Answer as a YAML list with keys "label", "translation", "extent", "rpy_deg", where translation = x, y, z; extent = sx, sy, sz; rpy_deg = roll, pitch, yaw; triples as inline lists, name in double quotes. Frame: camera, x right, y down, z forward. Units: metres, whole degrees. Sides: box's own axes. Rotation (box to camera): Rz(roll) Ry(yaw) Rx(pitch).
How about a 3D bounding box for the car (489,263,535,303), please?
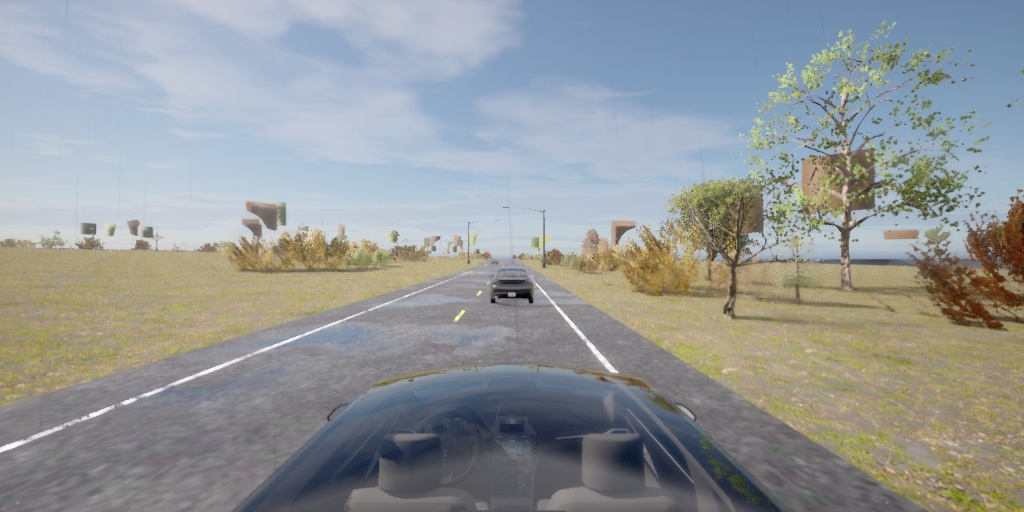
- label: "car"
  translation: [0.000, 1.269, 16.501]
  extent: [1.837, 1.490, 4.892]
  rpy_deg: [0, 0, 0]

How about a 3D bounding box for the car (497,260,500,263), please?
- label: "car"
  translation: [0.000, 1.323, 31.501]
  extent: [2.033, 1.411, 5.357]
  rpy_deg: [0, 0, 0]
